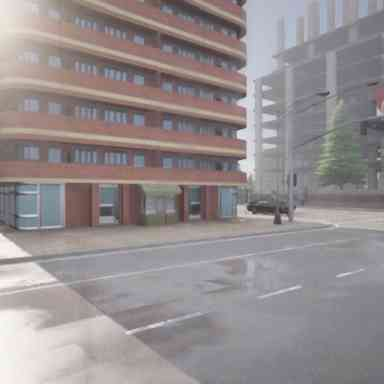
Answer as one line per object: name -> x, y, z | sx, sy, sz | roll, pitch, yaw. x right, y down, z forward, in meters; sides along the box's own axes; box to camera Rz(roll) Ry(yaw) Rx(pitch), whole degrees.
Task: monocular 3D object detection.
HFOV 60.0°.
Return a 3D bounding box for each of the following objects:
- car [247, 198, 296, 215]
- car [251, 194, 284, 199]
car -> 7.687, 1.597, 32.712 | 1.895, 1.301, 4.718 | 0, 0, -36
car -> 8.845, 1.218, 37.055 | 2.150, 2.045, 5.566 | 0, 0, -36
